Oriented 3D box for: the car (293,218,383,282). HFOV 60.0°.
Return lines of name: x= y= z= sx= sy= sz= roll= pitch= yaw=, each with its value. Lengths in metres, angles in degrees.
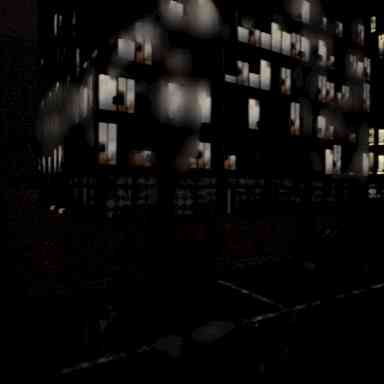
car: x=4.767 y=1.446 z=9.297 sx=4.313 sy=1.339 sz=1.947 roll=0 pitch=1 yaw=-31
